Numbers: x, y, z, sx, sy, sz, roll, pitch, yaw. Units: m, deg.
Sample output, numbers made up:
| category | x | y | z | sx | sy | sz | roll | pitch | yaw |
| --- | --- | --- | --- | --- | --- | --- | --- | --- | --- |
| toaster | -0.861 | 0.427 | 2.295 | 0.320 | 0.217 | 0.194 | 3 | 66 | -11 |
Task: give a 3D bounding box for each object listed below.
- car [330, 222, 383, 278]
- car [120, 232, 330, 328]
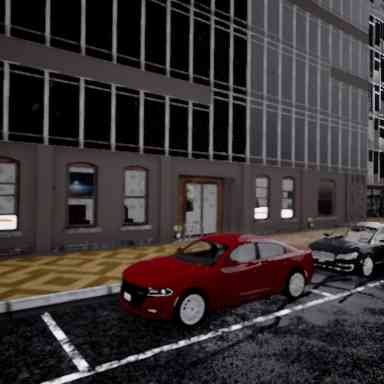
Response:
| category | x | y | z | sx | sy | sz | roll | pitch | yaw |
| --- | --- | --- | --- | --- | --- | --- | --- | --- | --- |
| car | 5.339 | 1.651 | 10.365 | 4.403 | 1.369 | 2.008 | 1 | 0 | -36 |
| car | 0.720 | 1.590 | 7.069 | 4.507 | 1.381 | 1.887 | 1 | 0 | -36 |
